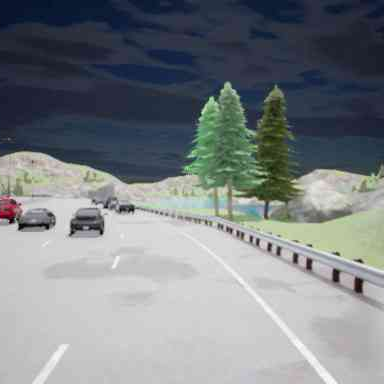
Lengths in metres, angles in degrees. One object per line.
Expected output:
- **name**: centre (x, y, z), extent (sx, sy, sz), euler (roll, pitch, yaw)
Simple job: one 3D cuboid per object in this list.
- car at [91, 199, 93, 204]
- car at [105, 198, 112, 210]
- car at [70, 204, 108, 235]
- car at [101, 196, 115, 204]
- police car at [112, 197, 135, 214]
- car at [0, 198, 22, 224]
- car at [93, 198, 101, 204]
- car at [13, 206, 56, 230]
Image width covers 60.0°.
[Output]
- **car**: centre (-24.669, 2.190, 85.130), extent (1.882, 1.535, 5.008), euler (0, -1, -20)
- **car**: centre (-11.699, 2.024, 50.846), extent (1.812, 1.442, 4.674), euler (0, -1, -20)
- **car**: centre (-6.296, 1.714, 20.387), extent (1.837, 1.490, 4.892), euler (0, -1, -13)
- **car**: centre (-13.714, 1.781, 56.533), extent (2.150, 2.045, 5.566), euler (0, -1, -20)
- **police car**: centre (-8.398, 1.826, 41.525), extent (1.930, 1.638, 5.238), euler (0, -1, -20)
- **car**: centre (-15.818, 1.546, 27.973), extent (2.150, 2.045, 5.566), euler (0, -1, -19)
- **car**: centre (-19.459, 2.097, 70.434), extent (1.812, 1.442, 4.674), euler (0, -1, -20)
- **car**: centre (-10.736, 1.821, 23.275), extent (1.994, 1.385, 4.181), euler (0, -1, -16)
